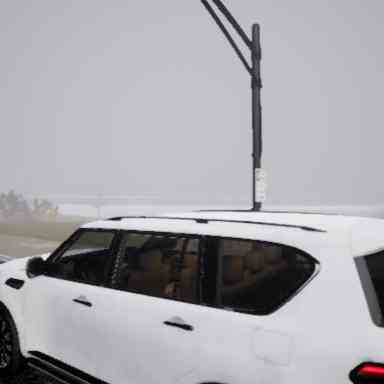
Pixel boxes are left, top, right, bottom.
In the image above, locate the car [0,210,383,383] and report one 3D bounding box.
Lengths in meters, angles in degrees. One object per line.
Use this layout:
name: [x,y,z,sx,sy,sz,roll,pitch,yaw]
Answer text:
car: [-0.349,1.246,3.934,5.566,2.045,2.150,-1,0,36]
